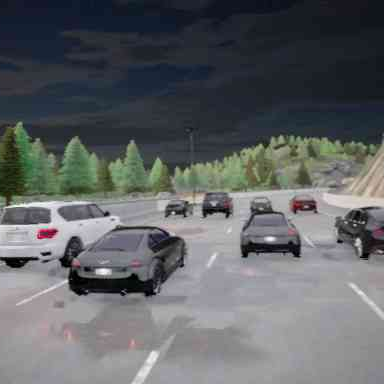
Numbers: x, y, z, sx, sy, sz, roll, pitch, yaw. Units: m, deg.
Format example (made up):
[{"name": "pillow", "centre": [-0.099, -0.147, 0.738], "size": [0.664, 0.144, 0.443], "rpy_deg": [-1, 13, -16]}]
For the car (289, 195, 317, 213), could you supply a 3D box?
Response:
[{"name": "car", "centre": [9.552, 0.995, 28.838], "size": [1.882, 1.535, 5.008], "rpy_deg": [-2, 0, 12]}]

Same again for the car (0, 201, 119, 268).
[{"name": "car", "centre": [-4.395, 1.335, 11.959], "size": [2.150, 2.045, 5.566], "rpy_deg": [-2, 0, 11]}]

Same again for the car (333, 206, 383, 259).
[{"name": "car", "centre": [6.156, 1.225, 11.218], "size": [1.837, 1.490, 4.892], "rpy_deg": [-2, 0, 11]}]

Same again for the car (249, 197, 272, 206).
[{"name": "car", "centre": [6.006, 1.176, 29.018], "size": [1.812, 1.442, 4.674], "rpy_deg": [-2, 0, 11]}]

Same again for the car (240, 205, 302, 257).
[{"name": "car", "centre": [2.798, 1.406, 12.273], "size": [1.994, 1.385, 4.181], "rpy_deg": [-2, 0, 11]}]

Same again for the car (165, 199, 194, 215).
[{"name": "car", "centre": [-1.057, 1.419, 29.314], "size": [1.837, 1.490, 4.892], "rpy_deg": [-2, 0, 11]}]

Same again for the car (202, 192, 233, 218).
[{"name": "car", "centre": [2.197, 1.020, 27.816], "size": [2.150, 2.045, 5.566], "rpy_deg": [-2, 0, 11]}]

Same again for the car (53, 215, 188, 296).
[{"name": "car", "centre": [-1.429, 1.580, 8.769], "size": [1.994, 1.385, 4.181], "rpy_deg": [-2, 0, 11]}]
